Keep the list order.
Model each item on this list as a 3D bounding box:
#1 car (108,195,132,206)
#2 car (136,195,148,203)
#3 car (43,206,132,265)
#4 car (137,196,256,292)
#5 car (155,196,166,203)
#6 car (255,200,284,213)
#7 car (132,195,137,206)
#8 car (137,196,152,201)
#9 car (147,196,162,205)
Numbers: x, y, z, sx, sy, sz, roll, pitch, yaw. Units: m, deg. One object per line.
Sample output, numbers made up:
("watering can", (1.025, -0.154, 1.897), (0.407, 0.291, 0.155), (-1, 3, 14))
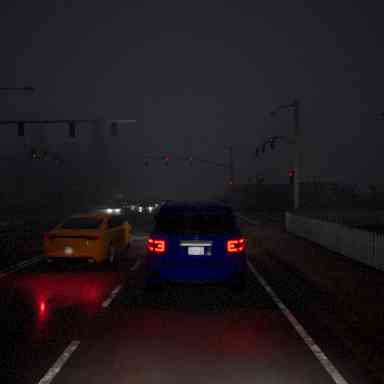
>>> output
("car", (-10.454, 1.491, 47.050), (2.128, 1.511, 4.902), (0, 0, 0))
("car", (-10.296, 1.478, 68.772), (1.882, 1.535, 5.008), (0, 0, 0))
("car", (-3.389, 1.478, 11.686), (1.882, 1.535, 5.008), (0, 0, 0))
("car", (0.089, 1.221, 9.061), (2.150, 2.045, 5.566), (0, 0, 0))
("car", (-6.787, 1.524, 72.002), (1.812, 1.442, 4.674), (0, 0, 0))
("car", (7.271, 1.547, 36.412), (5.357, 1.411, 2.033), (0, 0, 4))
("car", (-10.416, 1.352, 56.178), (2.097, 1.767, 4.553), (0, 0, 0))
("car", (-6.927, 1.526, 51.649), (1.812, 1.442, 4.674), (0, 0, 0))
("car", (-6.884, 1.547, 61.362), (2.033, 1.411, 5.357), (0, 0, 1))
